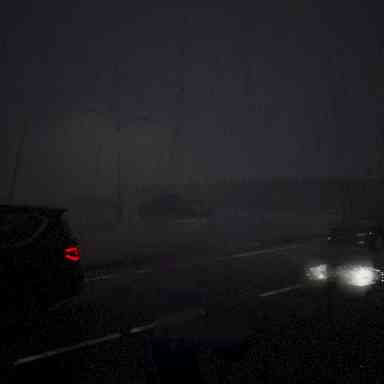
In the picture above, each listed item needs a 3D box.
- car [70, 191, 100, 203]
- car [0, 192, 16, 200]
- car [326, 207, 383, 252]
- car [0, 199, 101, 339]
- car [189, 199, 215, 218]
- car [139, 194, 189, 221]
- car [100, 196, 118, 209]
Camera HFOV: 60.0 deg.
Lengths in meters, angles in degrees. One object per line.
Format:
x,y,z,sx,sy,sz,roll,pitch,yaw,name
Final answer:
-12.857,1.061,38.722,1.932,1.855,4.605,-1,0,-37,car
-26.348,1.105,47.420,1.932,1.855,4.605,-1,0,-37,car
7.495,1.373,13.610,5.008,1.535,1.882,0,0,-35,car
-4.524,1.232,5.059,5.566,2.045,2.150,0,0,-35,car
0.015,1.280,26.467,1.970,1.475,3.806,-1,0,-37,car
-2.307,1.062,24.734,1.905,1.878,3.866,-1,0,-37,car
-10.503,1.250,40.413,1.784,1.438,3.905,-1,0,-37,car
